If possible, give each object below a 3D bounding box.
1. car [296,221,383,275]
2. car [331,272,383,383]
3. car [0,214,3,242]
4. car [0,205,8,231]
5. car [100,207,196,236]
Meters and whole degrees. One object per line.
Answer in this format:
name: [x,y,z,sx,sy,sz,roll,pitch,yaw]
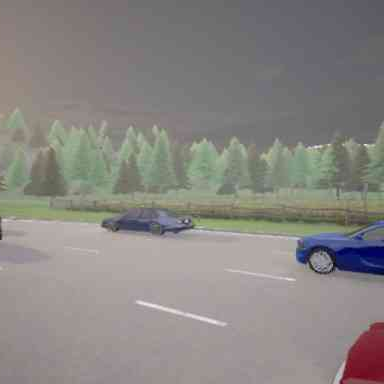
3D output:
car: [5.325,1.474,8.771,5.008,1.535,1.882,0,0,35]
car: [3.230,1.601,1.688,4.718,1.301,1.895,0,0,35]
car: [-10.352,1.340,14.288,4.553,1.767,2.097,0,0,27]
car: [-13.291,1.509,19.658,4.674,1.442,1.812,0,0,24]
car: [-2.469,1.536,18.123,5.357,1.411,2.033,0,0,29]
